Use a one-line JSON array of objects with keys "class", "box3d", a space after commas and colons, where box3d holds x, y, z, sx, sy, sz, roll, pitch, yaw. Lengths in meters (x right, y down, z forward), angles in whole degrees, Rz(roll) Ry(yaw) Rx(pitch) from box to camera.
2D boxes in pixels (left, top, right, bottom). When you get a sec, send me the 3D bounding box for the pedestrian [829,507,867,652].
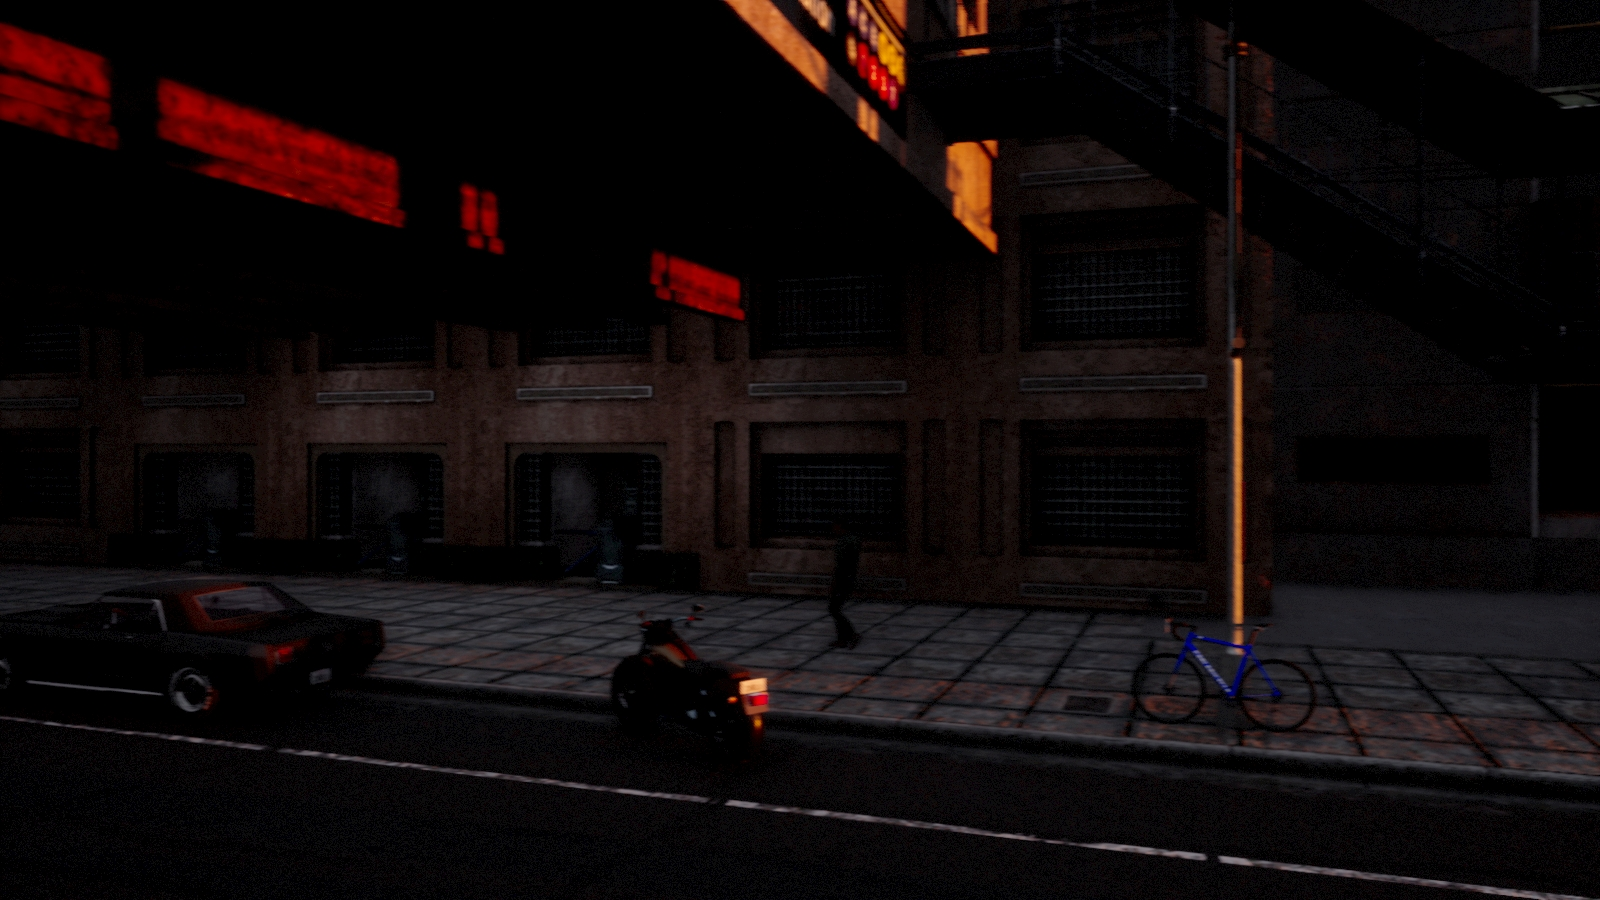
[{"class": "pedestrian", "box3d": [0.639, 1.698, 15.103, 0.375, 1.860, 0.375, 0, 0, 26]}]
